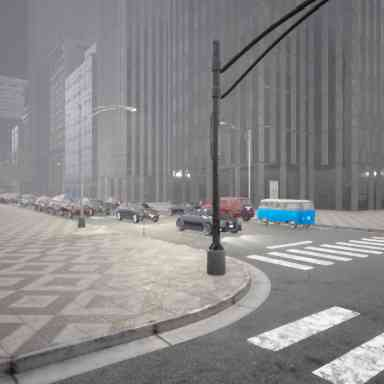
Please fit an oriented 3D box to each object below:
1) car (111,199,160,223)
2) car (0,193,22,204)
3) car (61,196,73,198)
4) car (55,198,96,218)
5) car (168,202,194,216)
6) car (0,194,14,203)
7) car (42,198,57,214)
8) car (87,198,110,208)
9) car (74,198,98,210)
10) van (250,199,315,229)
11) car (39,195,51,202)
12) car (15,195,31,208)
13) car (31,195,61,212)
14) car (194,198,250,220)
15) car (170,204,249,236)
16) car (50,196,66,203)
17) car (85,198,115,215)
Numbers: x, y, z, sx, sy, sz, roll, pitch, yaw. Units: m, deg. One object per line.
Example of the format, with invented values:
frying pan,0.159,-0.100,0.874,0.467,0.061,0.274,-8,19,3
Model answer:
car,-4.312,1.537,26.021,1.837,1.490,4.892,0,0,-36
car,-34.095,1.298,62.438,2.192,1.841,5.009,0,0,-36
car,-15.613,1.547,41.570,1.812,1.442,4.674,0,0,-36
car,-10.809,1.572,30.561,1.887,1.381,4.507,0,0,-36
car,-0.583,1.599,31.016,1.947,1.339,4.313,0,0,-36
car,-37.422,1.285,66.992,2.192,1.841,5.009,0,0,-36
car,-14.136,1.606,35.115,1.802,1.307,4.206,0,0,-36
car,-13.891,1.602,49.233,1.802,1.307,4.206,0,0,-36
car,-14.436,1.547,45.220,1.812,1.442,4.674,0,0,-36
van,6.072,1.379,21.906,1.690,1.788,3.998,0,0,-36
car,-33.967,1.482,76.727,1.752,1.417,4.829,0,0,-35
car,-24.115,1.562,48.776,2.008,1.369,4.403,0,0,-36
car,-17.462,1.461,39.669,1.967,1.590,4.097,0,0,-36
car,2.744,1.352,26.461,2.192,1.841,5.009,0,0,-36
car,0.872,1.600,18.924,1.994,1.385,4.181,0,0,-36
car,-27.298,1.511,67.589,1.752,1.417,4.829,0,0,-36
car,-9.831,1.532,33.587,1.837,1.490,4.892,0,0,-36
